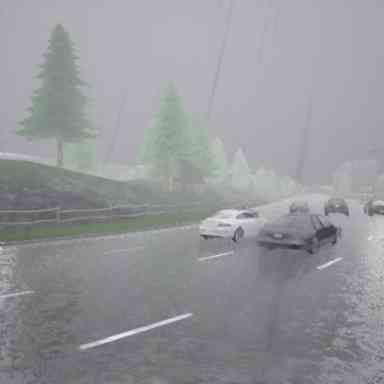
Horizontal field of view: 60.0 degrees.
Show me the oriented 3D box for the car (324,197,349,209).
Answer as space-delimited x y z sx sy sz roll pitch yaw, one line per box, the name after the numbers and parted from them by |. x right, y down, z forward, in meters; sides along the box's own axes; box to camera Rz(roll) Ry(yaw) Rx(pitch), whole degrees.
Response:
14.535 1.387 33.590 2.097 1.767 4.553 0 0 21 | car

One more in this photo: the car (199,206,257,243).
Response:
2.200 1.576 16.361 1.812 1.442 4.674 0 0 39 | car

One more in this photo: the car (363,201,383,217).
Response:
17.552 1.534 31.465 1.812 1.442 4.674 0 0 21 | car

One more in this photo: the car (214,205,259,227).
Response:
3.407 1.674 24.616 1.895 1.301 4.718 0 0 27 | car

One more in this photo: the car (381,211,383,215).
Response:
9.651 1.559 14.411 1.994 1.385 4.181 0 0 35 | car

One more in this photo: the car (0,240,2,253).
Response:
-8.834 1.605 10.531 4.892 1.490 1.837 -1 1 -34 | car

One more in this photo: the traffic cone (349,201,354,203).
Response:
32.945 2.002 68.073 0.340 0.580 0.340 0 0 20 | traffic cone

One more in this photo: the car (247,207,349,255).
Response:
4.553 1.572 13.568 2.033 1.411 5.357 0 0 38 | car

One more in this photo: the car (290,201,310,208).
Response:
11.587 1.662 35.560 1.895 1.301 4.718 0 0 20 | car

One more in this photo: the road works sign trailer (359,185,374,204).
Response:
31.937 0.491 60.992 2.380 3.560 2.880 0 0 20 | road works sign trailer
